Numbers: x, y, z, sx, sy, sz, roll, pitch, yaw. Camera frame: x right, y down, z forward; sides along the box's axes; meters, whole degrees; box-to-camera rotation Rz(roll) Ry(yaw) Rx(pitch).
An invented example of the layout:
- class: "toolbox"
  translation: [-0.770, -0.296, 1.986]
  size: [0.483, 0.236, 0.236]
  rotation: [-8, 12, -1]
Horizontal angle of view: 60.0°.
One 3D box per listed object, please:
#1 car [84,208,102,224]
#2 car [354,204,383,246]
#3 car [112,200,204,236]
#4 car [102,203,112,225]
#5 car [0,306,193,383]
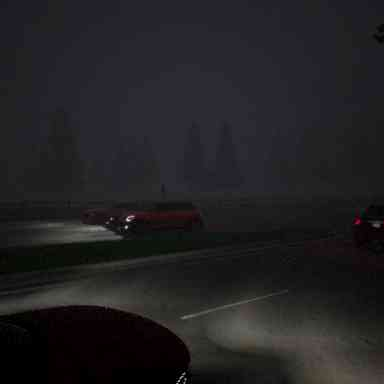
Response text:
- class: "car"
  translation: [-5.187, 1.399, 24.093]
  size: [5.008, 1.535, 1.882]
  rotation: [-1, 0, -24]
- class: "car"
  translation: [8.620, 1.229, 13.308]
  size: [4.553, 1.767, 2.097]
  rotation: [-1, 0, -30]
- class: "car"
  translation: [-1.695, 1.278, 18.007]
  size: [4.553, 1.767, 2.097]
  rotation: [-1, 0, -25]
- class: "car"
  translation: [-2.724, 1.465, 21.351]
  size: [5.357, 1.411, 2.033]
  rotation: [-1, 0, -24]
- class: "car"
  translation: [-2.274, 1.485, 2.029]
  size: [5.008, 1.535, 1.882]
  rotation: [-1, 0, -36]
